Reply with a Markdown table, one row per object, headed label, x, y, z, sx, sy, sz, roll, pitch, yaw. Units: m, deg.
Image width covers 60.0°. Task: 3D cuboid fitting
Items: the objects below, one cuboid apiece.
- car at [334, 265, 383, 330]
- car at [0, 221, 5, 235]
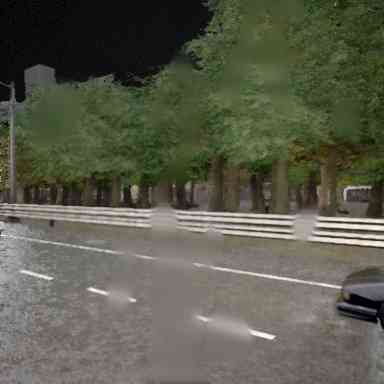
| label | x | y | z | sx | sy | sz | roll | pitch | yaw |
| --- | --- | --- | --- | --- | --- | --- | --- | --- | --- |
| car | 4.977 | 1.548 | 4.617 | 5.357 | 1.411 | 2.033 | 0 | 0 | 35 |
| car | -11.078 | 1.608 | 16.085 | 4.718 | 1.301 | 1.895 | 0 | 0 | 36 |
